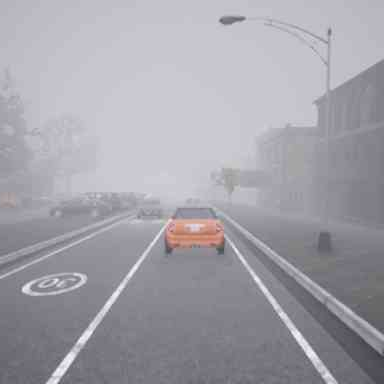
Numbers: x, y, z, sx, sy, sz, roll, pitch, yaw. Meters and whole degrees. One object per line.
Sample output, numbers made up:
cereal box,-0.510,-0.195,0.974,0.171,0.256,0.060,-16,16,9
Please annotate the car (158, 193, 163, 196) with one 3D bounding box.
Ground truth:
car,-8.874,1.340,65.751,5.008,1.535,2.097,0,0,0

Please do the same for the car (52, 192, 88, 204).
car,-21.923,1.067,59.955,5.566,2.045,2.435,0,0,0

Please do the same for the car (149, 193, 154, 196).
car,-8.854,1.295,51.735,5.008,1.535,2.097,0,0,0

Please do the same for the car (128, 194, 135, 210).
car,-8.853,1.263,34.915,4.892,1.521,2.231,0,0,0

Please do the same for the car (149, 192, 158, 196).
car,-8.892,1.051,54.539,5.566,2.045,2.435,0,0,0

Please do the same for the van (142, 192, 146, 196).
van,-8.734,1.050,43.325,4.442,1.987,1.878,0,0,0

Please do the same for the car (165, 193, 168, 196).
car,-8.871,1.448,79.764,4.792,1.488,2.163,0,0,0

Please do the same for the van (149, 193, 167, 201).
van,-8.791,1.224,85.372,4.442,1.987,1.878,0,0,0

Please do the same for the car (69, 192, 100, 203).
car,-21.934,1.104,68.310,5.566,2.045,2.435,0,0,0

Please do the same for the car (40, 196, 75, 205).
car,-21.914,1.333,54.386,4.792,1.488,2.163,0,0,0

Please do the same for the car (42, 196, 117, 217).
car,-8.844,1.279,26.509,4.892,1.521,2.231,0,0,0

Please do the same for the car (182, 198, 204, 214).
car,0.098,1.338,34.218,2.033,1.411,5.357,0,0,0

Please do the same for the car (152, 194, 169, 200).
car,-8.889,1.372,93.781,4.553,1.767,2.185,0,0,0

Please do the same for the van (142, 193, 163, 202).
van,-8.775,1.161,74.159,4.442,1.987,1.878,0,0,0

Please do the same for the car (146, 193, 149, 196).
car,-8.847,1.283,46.129,4.892,1.521,2.231,0,0,0

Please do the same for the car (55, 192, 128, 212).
car,-8.877,1.018,29.310,5.566,2.045,2.435,0,0,0

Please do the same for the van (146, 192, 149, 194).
van,-8.972,1.063,48.932,4.442,1.987,1.878,0,0,0

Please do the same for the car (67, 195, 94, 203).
car,-21.956,1.380,65.401,4.674,1.452,2.002,0,0,0

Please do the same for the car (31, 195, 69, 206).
car,-21.934,1.296,51.601,5.008,1.535,2.097,0,0,0

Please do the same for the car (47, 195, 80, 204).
car,-21.976,1.339,57.171,4.792,1.488,2.163,0,0,0

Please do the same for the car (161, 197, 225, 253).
car,0.098,1.251,13.295,2.097,1.767,4.553,0,0,0

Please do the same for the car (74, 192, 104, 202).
car,-21.939,1.119,70.972,5.566,2.045,2.435,0,0,0

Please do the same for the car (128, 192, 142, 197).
car,-8.875,1.014,37.720,5.566,2.045,2.435,0,0,0

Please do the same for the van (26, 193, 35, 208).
van,-22.044,1.043,40.458,4.442,1.987,1.878,0,0,0

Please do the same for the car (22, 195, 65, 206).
car,-21.750,1.286,48.815,5.366,1.575,1.946,0,0,0

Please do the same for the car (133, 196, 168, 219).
car,-3.252,1.306,26.856,1.837,1.490,4.892,0,0,0

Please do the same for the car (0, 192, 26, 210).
car,-21.896,1.140,37.677,4.553,1.767,2.185,0,0,0

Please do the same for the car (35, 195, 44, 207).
car,-21.930,1.323,46.029,4.674,1.452,2.002,0,0,0

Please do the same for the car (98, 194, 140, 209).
car,-8.816,1.143,40.521,4.553,1.767,2.185,0,0,0

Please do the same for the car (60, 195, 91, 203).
car,-21.950,1.329,62.740,5.008,1.535,2.097,0,0,0
